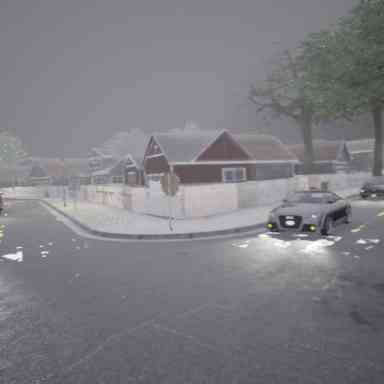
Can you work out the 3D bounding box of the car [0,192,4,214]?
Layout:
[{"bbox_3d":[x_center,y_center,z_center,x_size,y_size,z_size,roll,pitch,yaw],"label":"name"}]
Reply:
[{"bbox_3d":[-15.367,0.580,24.763,2.150,2.045,5.566,-4,3,-28],"label":"car"}]

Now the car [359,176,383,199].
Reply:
[{"bbox_3d":[12.993,-0.354,22.798,2.033,1.411,5.357,-1,4,39],"label":"car"}]

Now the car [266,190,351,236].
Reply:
[{"bbox_3d":[4.373,0.657,12.217,1.994,1.385,4.181,-1,4,39],"label":"car"}]
